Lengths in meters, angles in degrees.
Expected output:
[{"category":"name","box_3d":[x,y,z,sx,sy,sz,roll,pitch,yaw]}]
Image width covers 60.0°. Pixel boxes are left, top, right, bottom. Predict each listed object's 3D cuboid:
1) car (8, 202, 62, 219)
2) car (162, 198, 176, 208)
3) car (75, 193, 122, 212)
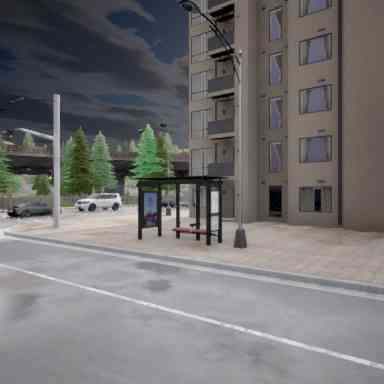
[{"category":"car","box_3d":[-13.406,1.508,28.629,1.994,1.385,4.181,0,0,36]},{"category":"car","box_3d":[-4.179,1.492,46.430,2.033,1.411,5.357,0,0,44]},{"category":"car","box_3d":[-10.685,1.166,38.467,2.150,2.045,5.566,0,0,37]}]
